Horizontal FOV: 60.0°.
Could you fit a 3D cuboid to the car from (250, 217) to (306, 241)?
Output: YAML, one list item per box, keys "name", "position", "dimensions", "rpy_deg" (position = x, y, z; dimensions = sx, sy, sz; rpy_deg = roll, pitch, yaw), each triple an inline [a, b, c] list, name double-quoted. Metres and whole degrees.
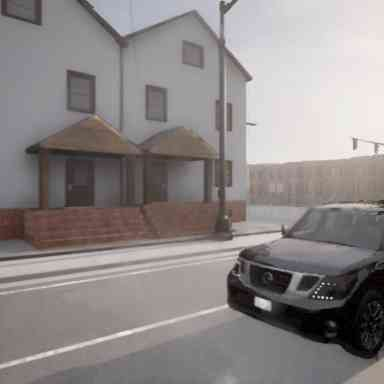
- name: "car"
  position: [7.757, 3.443, 30.419]
  dimensions: [1.812, 1.442, 4.674]
  rpy_deg: [-1, -12, -36]

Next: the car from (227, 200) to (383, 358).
- name: "car"
  position: [3.219, 1.218, 6.378]
  dimensions: [5.566, 2.045, 2.150]
  rpy_deg: [0, 0, -37]
